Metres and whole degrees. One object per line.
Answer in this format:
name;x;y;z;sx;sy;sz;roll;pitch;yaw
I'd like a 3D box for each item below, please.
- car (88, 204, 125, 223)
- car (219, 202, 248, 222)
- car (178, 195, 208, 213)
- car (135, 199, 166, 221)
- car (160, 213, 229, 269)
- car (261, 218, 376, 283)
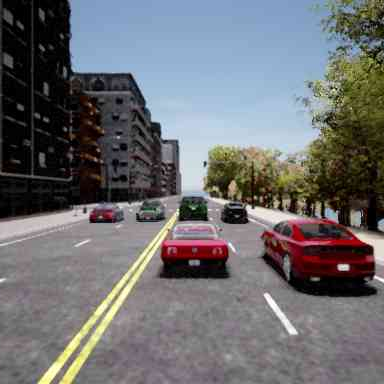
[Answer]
car;-6.578;1.614;25.953;1.994;1.385;4.181;0;0;0
car;3.343;1.554;26.918;1.837;1.490;4.892;0;0;0
car;0.088;1.270;26.319;2.150;2.045;5.566;0;0;0
car;-3.323;1.403;27.401;2.097;1.767;4.553;0;0;0
car;0.084;1.620;11.172;1.895;1.301;4.718;0;0;0
car;3.325;1.494;9.756;1.882;1.535;5.008;0;0;0
